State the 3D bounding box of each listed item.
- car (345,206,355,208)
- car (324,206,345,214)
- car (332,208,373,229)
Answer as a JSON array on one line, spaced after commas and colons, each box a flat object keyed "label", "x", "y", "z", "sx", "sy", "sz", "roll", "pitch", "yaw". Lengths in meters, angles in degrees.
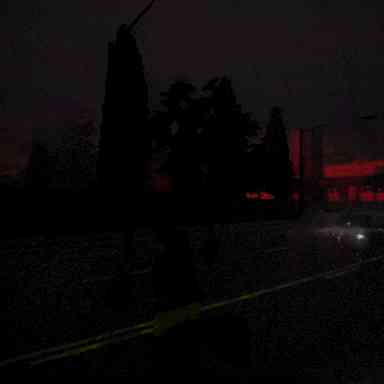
[{"label": "car", "x": 30.932, "y": 3.460, "z": 65.265, "sx": 1.882, "sy": 1.535, "sz": 5.008, "roll": 0, "pitch": -2, "yaw": -2}, {"label": "car", "x": 27.444, "y": 3.485, "z": 64.964, "sx": 1.812, "sy": 1.442, "sz": 4.674, "roll": 0, "pitch": -2, "yaw": -2}, {"label": "car", "x": 13.271, "y": 2.188, "z": 27.020, "sx": 1.895, "sy": 1.301, "sz": 4.718, "roll": 0, "pitch": -2, "yaw": 38}]
